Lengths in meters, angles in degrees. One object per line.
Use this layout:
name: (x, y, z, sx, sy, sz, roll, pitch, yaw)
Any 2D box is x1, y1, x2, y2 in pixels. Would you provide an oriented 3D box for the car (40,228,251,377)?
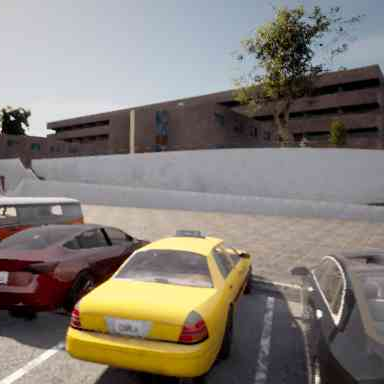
car: (0.002, 1.441, 6.008, 1.946, 1.575, 5.366, 1, 0, 15)

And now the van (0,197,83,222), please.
van: (-4.926, 1.133, 9.177, 1.878, 1.987, 4.442, 1, 0, 15)

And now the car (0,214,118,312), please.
car: (-2.470, 1.431, 7.588, 2.163, 1.488, 4.792, 1, 0, 15)

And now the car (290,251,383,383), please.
car: (2.379, 1.487, 4.093, 2.231, 1.521, 4.892, 1, 0, 15)
